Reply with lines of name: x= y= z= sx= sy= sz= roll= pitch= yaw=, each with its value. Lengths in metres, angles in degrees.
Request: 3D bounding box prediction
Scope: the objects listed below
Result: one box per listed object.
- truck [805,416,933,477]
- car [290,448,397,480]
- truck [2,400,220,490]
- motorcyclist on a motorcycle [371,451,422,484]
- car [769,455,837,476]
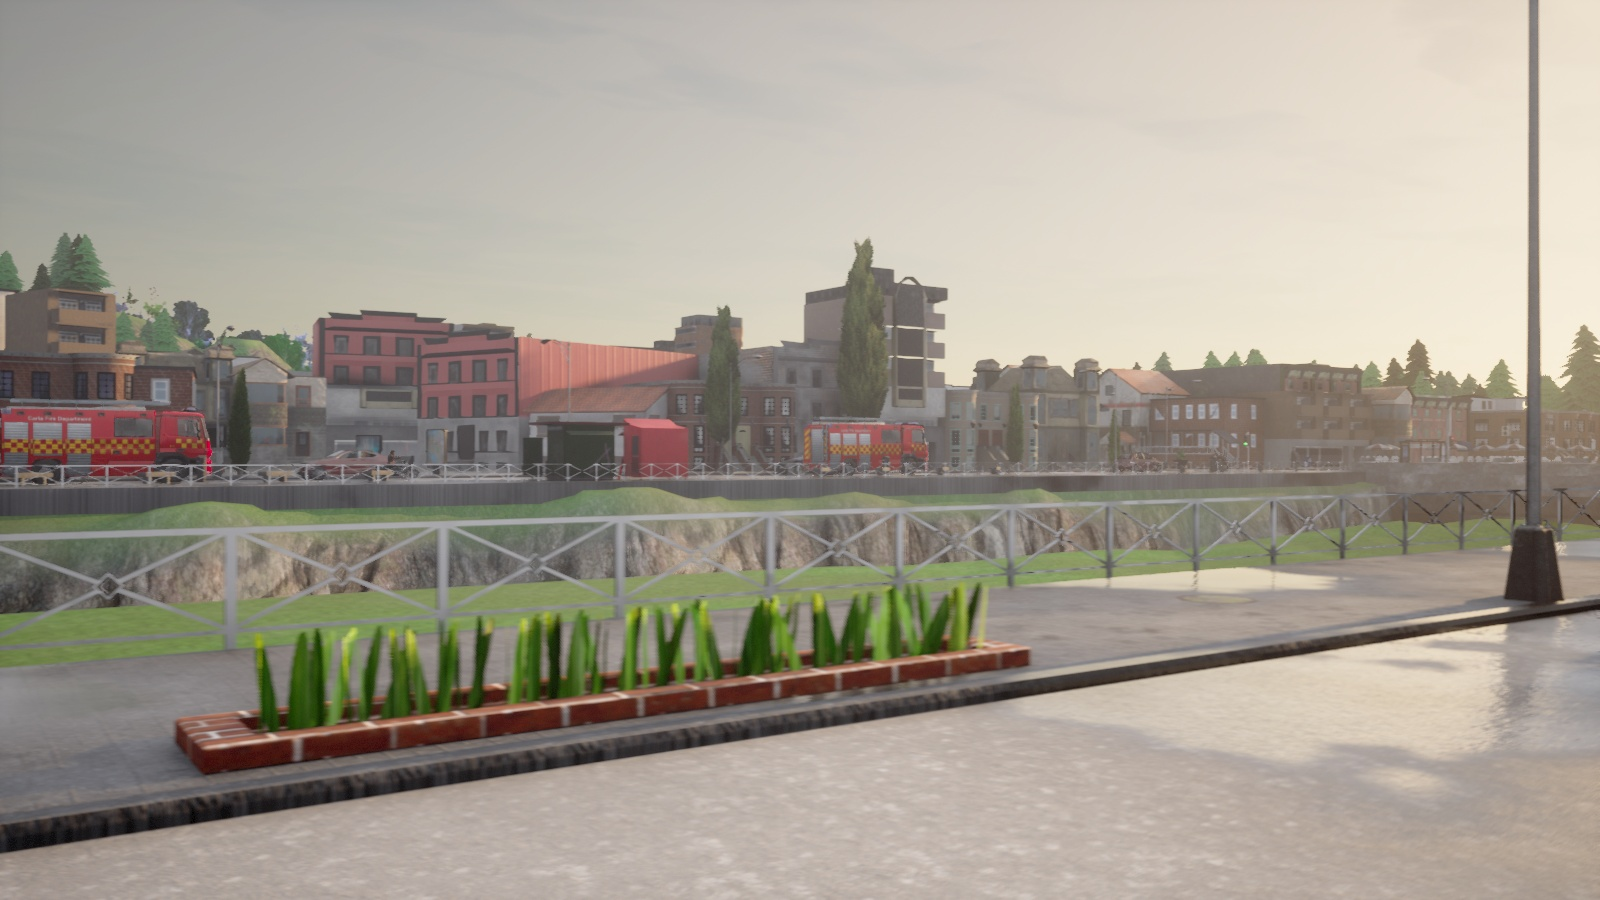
truck: x=4.609 y=-0.227 z=82.665 sx=8.468 sy=3.827 sz=2.891 roll=0 pitch=0 yaw=-35
car: x=-24.448 y=0.740 z=67.299 sx=5.027 sy=1.651 sz=2.152 roll=0 pitch=0 yaw=-35
truck: x=-31.466 y=-0.212 z=57.540 sx=8.468 sy=3.827 sz=2.891 roll=0 pitch=0 yaw=-35
motorcyclist on a motorcycle: x=-20.856 y=0.898 z=64.925 sx=2.350 sy=1.649 sz=0.766 roll=0 pitch=0 yaw=-35
car: x=0.234 y=1.015 z=84.486 sx=4.181 sy=1.385 sz=1.994 roll=0 pitch=0 yaw=-35
